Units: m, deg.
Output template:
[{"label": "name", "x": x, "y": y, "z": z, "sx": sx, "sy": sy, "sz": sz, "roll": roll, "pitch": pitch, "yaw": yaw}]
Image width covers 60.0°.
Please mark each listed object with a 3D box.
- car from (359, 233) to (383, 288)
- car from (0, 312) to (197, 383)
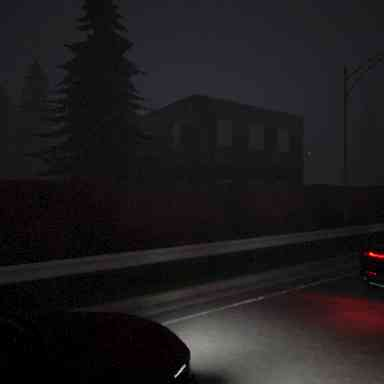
[{"label": "car", "x": 5.933, "y": 1.504, "z": 7.975, "sx": 4.892, "sy": 1.490, "sz": 1.837, "roll": 0, "pitch": 0, "yaw": -35}, {"label": "car", "x": -2.107, "y": 1.526, "z": 2.249, "sx": 4.674, "sy": 1.442, "sz": 1.812, "roll": 0, "pitch": 0, "yaw": -36}]
